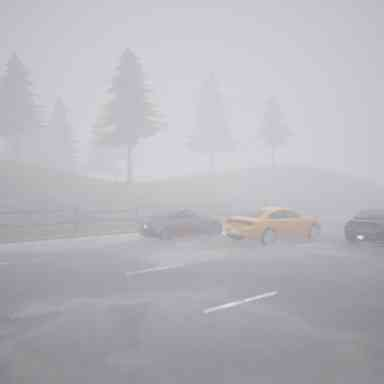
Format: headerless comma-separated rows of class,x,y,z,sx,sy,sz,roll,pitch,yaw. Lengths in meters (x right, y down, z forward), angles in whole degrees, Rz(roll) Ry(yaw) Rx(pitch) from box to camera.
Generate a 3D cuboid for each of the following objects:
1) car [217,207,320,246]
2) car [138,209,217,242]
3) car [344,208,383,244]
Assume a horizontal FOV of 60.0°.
car,3.777,1.420,15.107,5.008,1.535,1.882,-1,0,-35
car,-0.498,1.520,16.296,4.181,1.385,1.994,0,0,-36
car,8.395,1.435,14.082,4.892,1.490,1.837,-1,1,-35
